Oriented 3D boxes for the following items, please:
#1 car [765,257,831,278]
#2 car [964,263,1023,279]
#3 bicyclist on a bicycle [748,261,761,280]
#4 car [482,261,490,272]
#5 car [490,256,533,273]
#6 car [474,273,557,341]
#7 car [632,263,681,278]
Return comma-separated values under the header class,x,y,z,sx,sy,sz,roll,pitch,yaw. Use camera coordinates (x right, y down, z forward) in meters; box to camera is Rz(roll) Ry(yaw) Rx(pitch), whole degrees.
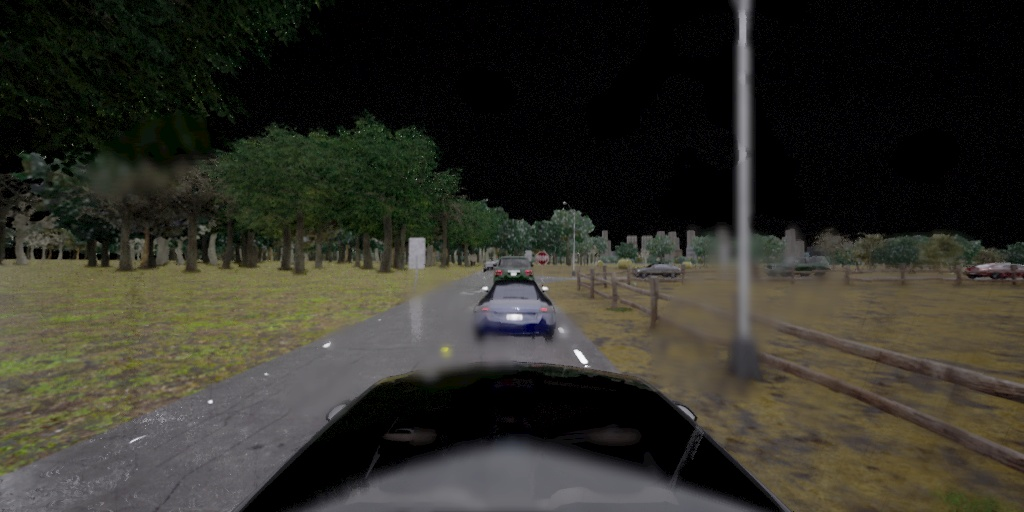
class,x,y,z,sx,sy,sz,roll,pitch,yaw
car,28.272,1.145,35.534,5.566,2.045,2.150,-1,-2,0
car,44.209,1.390,32.679,4.674,1.442,1.812,0,-2,0
bicyclist on a bicycle,19.891,1.219,29.517,0.582,1.620,1.656,0,0,0
car,-2.875,1.431,49.035,1.837,1.490,4.892,0,0,0
car,0.086,1.021,21.172,2.150,2.045,5.566,0,0,0
car,0.085,1.329,9.962,1.994,1.385,4.181,0,0,0
car,14.268,1.433,35.457,4.674,1.442,1.812,0,-2,-1
